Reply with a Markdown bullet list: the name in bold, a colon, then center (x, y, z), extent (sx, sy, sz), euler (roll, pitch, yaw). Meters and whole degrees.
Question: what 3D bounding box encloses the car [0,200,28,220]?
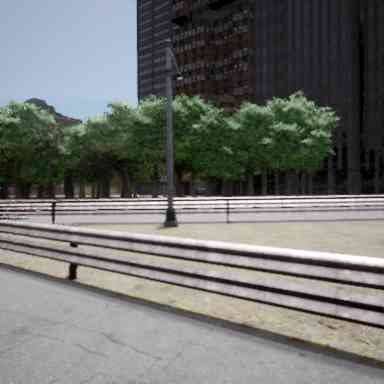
- **car**: center (-15.315, 1.383, 26.214), extent (4.674, 1.442, 1.812), euler (0, 0, 11)
